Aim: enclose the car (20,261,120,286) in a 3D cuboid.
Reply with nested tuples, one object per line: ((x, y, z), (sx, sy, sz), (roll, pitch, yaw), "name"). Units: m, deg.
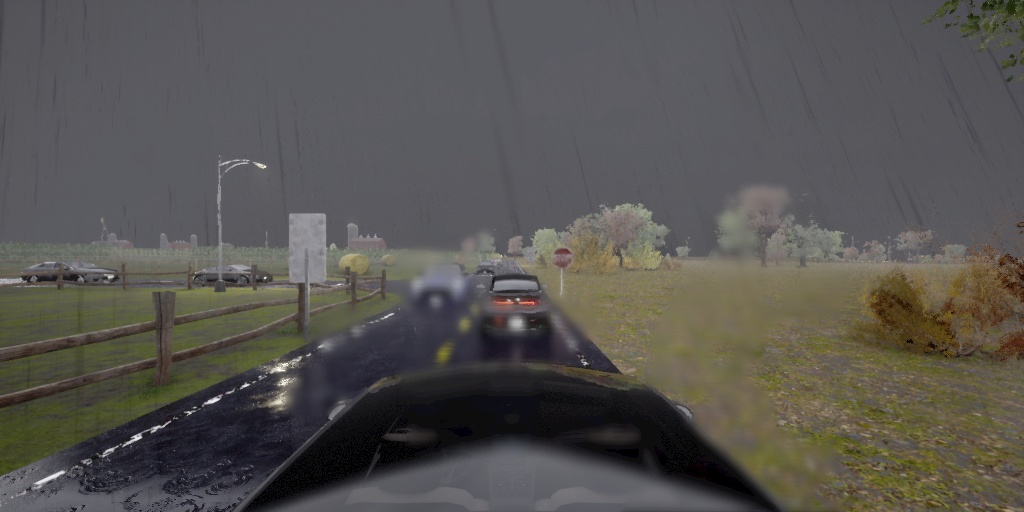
((-28.167, 1.077, 22.962), (4.902, 1.511, 2.128), (0, 1, -1), "car")

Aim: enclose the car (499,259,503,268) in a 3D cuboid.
((-2.834, 1.275, 54.137), (2.128, 1.511, 4.902), (0, 0, 0), "car")

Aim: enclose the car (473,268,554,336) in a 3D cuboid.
((0.068, 1.254, 10.383), (1.837, 1.490, 4.892), (0, 0, -1), "car")

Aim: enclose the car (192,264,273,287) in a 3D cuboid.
((-17.883, 1.220, 23.069), (4.181, 1.385, 1.994), (0, 1, 0), "car")

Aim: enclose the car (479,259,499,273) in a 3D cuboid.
((-2.851, 1.313, 40.434), (2.033, 1.411, 5.357), (0, 0, 0), "car")

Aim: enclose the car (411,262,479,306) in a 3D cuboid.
((-2.849, 1.102, 15.682), (2.097, 1.767, 4.553), (0, 0, 0), "car")
